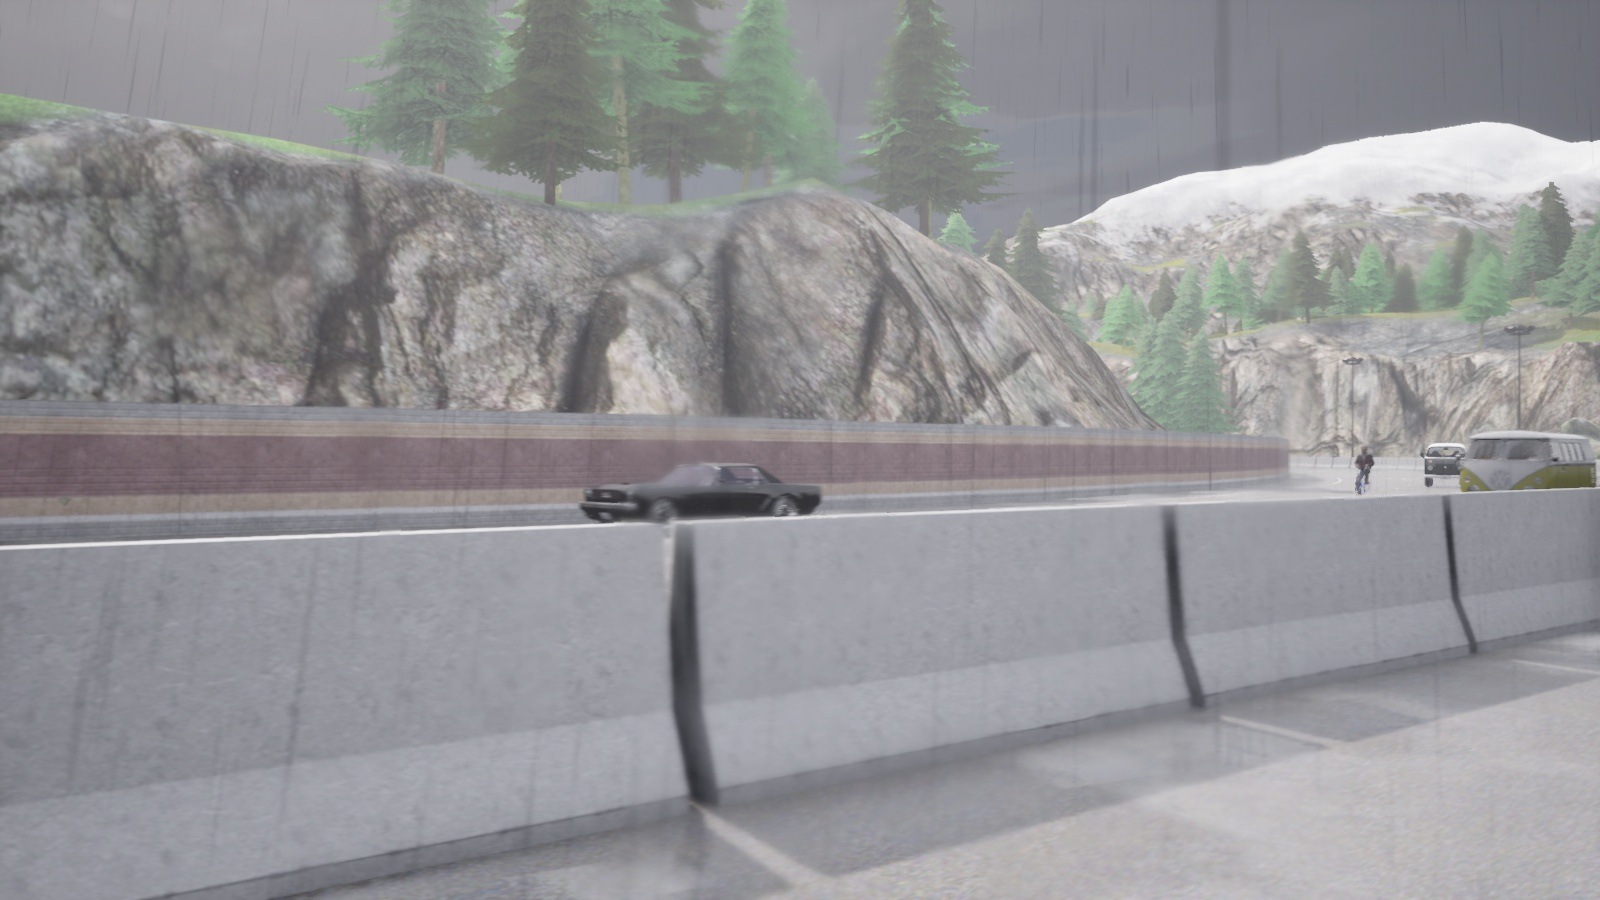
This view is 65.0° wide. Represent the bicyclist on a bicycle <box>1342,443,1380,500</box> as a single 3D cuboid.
[{"bbox_3d":[17.981,0.684,40.243,0.659,1.776,1.843,-1,-1,38],"label":"bicyclist on a bicycle"}]

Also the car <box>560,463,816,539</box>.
[{"bbox_3d":[-2.084,0.916,24.312,4.718,1.301,1.895,0,0,-41],"label":"car"}]

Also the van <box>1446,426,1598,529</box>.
[{"bbox_3d":[15.207,0.534,26.346,1.775,1.987,4.442,0,0,43],"label":"van"}]

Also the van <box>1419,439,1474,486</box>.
[{"bbox_3d":[29.615,0.558,57.488,2.069,2.038,4.480,0,0,29],"label":"van"}]
